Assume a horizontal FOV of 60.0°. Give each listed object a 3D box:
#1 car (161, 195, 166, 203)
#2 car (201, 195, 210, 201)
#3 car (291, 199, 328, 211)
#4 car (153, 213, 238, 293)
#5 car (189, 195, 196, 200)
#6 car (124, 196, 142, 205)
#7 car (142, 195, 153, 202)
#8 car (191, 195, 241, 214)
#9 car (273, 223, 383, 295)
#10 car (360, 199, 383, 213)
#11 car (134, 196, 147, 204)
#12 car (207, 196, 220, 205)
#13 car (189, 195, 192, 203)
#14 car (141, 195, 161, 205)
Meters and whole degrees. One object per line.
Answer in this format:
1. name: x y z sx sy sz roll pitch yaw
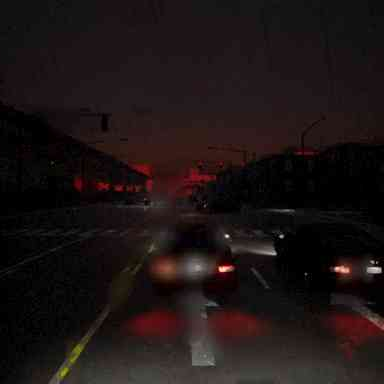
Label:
1. car: -6.867 1.601 66.379 1.895 1.301 4.718 0 0 1
2. car: 3.716 1.525 90.974 2.128 1.511 4.902 0 0 0
3. car: 14.139 1.563 40.115 4.181 1.385 1.994 0 0 3
4. car: 0.090 1.547 9.000 2.033 1.411 5.357 0 0 0
5. car: 0.223 1.500 93.793 1.837 1.490 4.892 0 0 0
6. car: -10.434 1.478 57.264 1.882 1.535 5.008 0 0 0
7. car: -10.317 1.478 76.858 1.882 1.535 5.008 0 0 0
8. car: 2.672 1.352 33.647 4.553 1.767 2.097 0 0 -27
9. car: 3.581 1.547 8.892 2.033 1.411 5.357 0 0 2
10. car: 21.012 1.491 36.413 4.902 1.511 2.128 0 0 0
11. car: -10.360 1.505 66.724 1.837 1.490 4.892 0 0 1
12. car: 3.696 1.525 57.849 1.812 1.442 4.674 0 0 0
13. car: 0.252 1.546 71.016 2.033 1.411 5.357 0 0 0
14. car: -6.935 1.601 57.052 1.895 1.301 4.718 0 0 0
